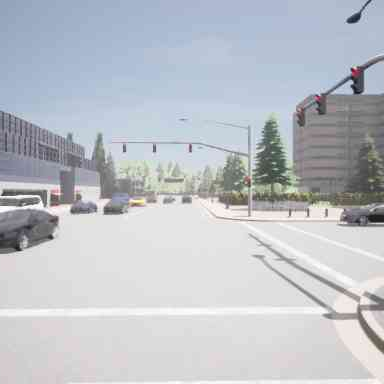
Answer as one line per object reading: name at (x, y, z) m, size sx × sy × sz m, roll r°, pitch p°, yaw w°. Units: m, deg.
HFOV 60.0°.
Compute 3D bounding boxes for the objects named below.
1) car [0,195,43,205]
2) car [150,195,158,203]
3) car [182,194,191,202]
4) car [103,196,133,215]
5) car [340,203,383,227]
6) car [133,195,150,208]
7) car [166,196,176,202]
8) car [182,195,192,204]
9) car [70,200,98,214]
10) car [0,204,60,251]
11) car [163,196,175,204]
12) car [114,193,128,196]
car at (-10.967, 1.222, 20.265) m, size 2.150 × 2.045 × 5.566 m, roll 0°, pitch 0°, yaw -1°
car at (-8.122, 1.370, 67.166) m, size 2.097 × 1.767 × 4.553 m, roll 0°, pitch 0°, yaw -1°
car at (-1.223, 1.355, 75.056) m, size 2.097 × 1.767 × 4.553 m, roll 0°, pitch 0°, yaw -1°
car at (-7.751, 1.478, 34.222) m, size 1.882 × 1.535 × 5.008 m, roll 0°, pitch 0°, yaw -1°
car at (12.499, 1.492, 22.272) m, size 4.902 × 1.511 × 2.128 m, roll 0°, pitch 0°, yaw -1°
car at (-7.971, 1.477, 49.784) m, size 1.882 × 1.535 × 5.008 m, roll 0°, pitch 0°, yaw -1°
car at (-4.728, 1.510, 75.301) m, size 1.895 × 1.301 × 4.718 m, roll 0°, pitch 0°, yaw -1°
car at (-0.985, 1.505, 64.990) m, size 1.837 × 1.490 × 4.892 m, roll 0°, pitch 0°, yaw -1°
car at (-11.266, 1.564, 34.944) m, size 1.994 × 1.385 × 4.181 m, roll 0°, pitch 0°, yaw -1°
car at (-7.330, 1.477, 14.216) m, size 1.882 × 1.535 × 5.008 m, roll 0°, pitch 0°, yaw -1°
car at (-4.582, 1.547, 64.666) m, size 2.033 × 1.411 × 5.357 m, roll 0°, pitch 0°, yaw -1°
car at (-11.522, 1.220, 53.774) m, size 2.150 × 2.045 × 5.566 m, roll 0°, pitch 0°, yaw -1°
